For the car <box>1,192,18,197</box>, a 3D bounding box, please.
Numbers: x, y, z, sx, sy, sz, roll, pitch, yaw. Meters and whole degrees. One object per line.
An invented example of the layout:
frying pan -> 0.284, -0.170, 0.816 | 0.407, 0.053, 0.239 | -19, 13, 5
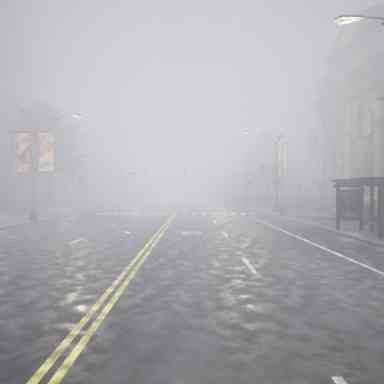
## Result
car -> -46.031, 1.317, 81.377 | 4.674, 1.452, 2.002 | 0, 0, 0
